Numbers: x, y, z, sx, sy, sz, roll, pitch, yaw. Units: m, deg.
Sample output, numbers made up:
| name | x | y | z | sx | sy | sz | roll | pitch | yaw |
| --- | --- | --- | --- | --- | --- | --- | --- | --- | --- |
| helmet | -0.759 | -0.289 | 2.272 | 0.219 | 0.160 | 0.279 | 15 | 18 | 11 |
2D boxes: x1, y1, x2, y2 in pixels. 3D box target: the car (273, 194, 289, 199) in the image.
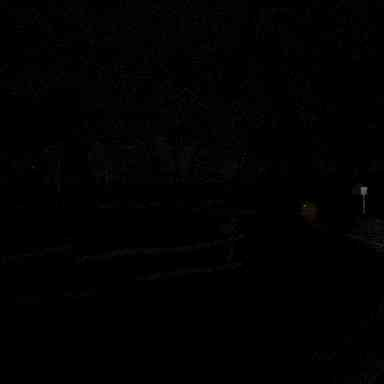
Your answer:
| name | x | y | z | sx | sy | sz | roll | pitch | yaw |
| --- | --- | --- | --- | --- | --- | --- | --- | --- | --- |
| car | 24.541 | 1.187 | 91.585 | 4.181 | 1.385 | 1.994 | 0 | 0 | -35 |

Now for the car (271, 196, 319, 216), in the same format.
| name | x | y | z | sx | sy | sz | roll | pitch | yaw |
| --- | --- | --- | --- | --- | --- | --- | --- | --- | --- |
| car | 9.782 | 1.475 | 32.363 | 1.837 | 1.490 | 4.892 | 0 | 0 | -28 |

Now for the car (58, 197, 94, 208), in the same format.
| name | x | y | z | sx | sy | sz | roll | pitch | yaw |
| --- | --- | --- | --- | --- | --- | --- | --- | --- | --- |
| car | -16.258 | 1.492 | 46.577 | 4.892 | 1.490 | 1.837 | 0 | 0 | 0 |

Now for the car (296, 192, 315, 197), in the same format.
| name | x | y | z | sx | sy | sz | roll | pitch | yaw |
| --- | --- | --- | --- | --- | --- | --- | --- | --- | --- |
| car | 28.560 | 0.859 | 85.854 | 5.566 | 2.045 | 2.150 | 0 | 0 | -35 |
